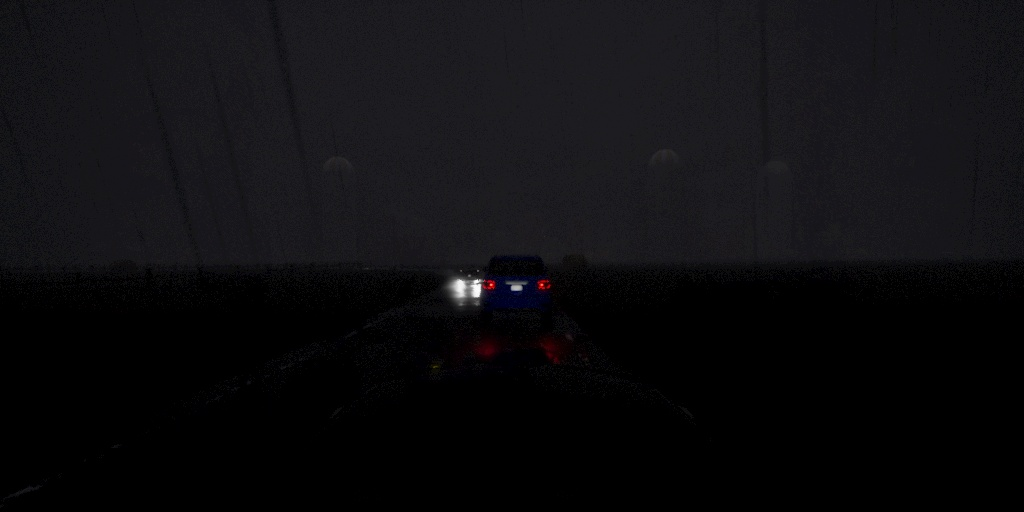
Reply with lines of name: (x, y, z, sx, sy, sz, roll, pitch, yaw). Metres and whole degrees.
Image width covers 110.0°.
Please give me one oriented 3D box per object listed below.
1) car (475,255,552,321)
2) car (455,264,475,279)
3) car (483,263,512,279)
car: (0.136, 0.971, 12.634, 2.150, 2.045, 5.566, 0, 0, 0)
car: (-4.068, 1.362, 32.486, 1.895, 1.301, 4.718, 0, 0, -13)
car: (-1.484, 1.353, 34.323, 1.895, 1.301, 4.718, 0, 0, -13)
